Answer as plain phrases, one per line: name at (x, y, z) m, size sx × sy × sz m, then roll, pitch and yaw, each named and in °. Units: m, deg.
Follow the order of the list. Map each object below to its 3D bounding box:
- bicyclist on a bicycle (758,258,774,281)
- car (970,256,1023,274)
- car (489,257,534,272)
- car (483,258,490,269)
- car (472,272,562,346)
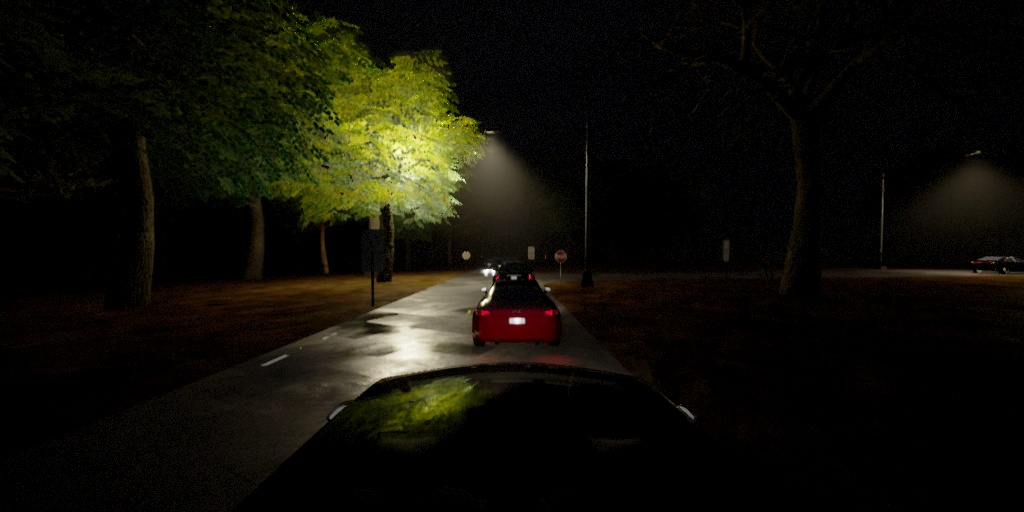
bicyclist on a bicycle at (18.568, 0.974, 26.253) m, size 0.582 × 1.620 × 1.656 m, roll -1°, pitch 0°, yaw 0°
car at (42.491, 0.774, 30.978) m, size 4.902 × 1.511 × 2.128 m, roll 0°, pitch 1°, yaw -7°
car at (0.099, 1.049, 19.113) m, size 2.097 × 1.767 × 4.553 m, roll 0°, pitch 0°, yaw 0°
car at (-3.039, 1.022, 51.065) m, size 2.128 × 1.511 × 4.902 m, roll 0°, pitch 0°, yaw 0°
car at (0.102, 1.295, 9.347) m, size 1.994 × 1.385 × 4.181 m, roll 0°, pitch 0°, yaw 0°
